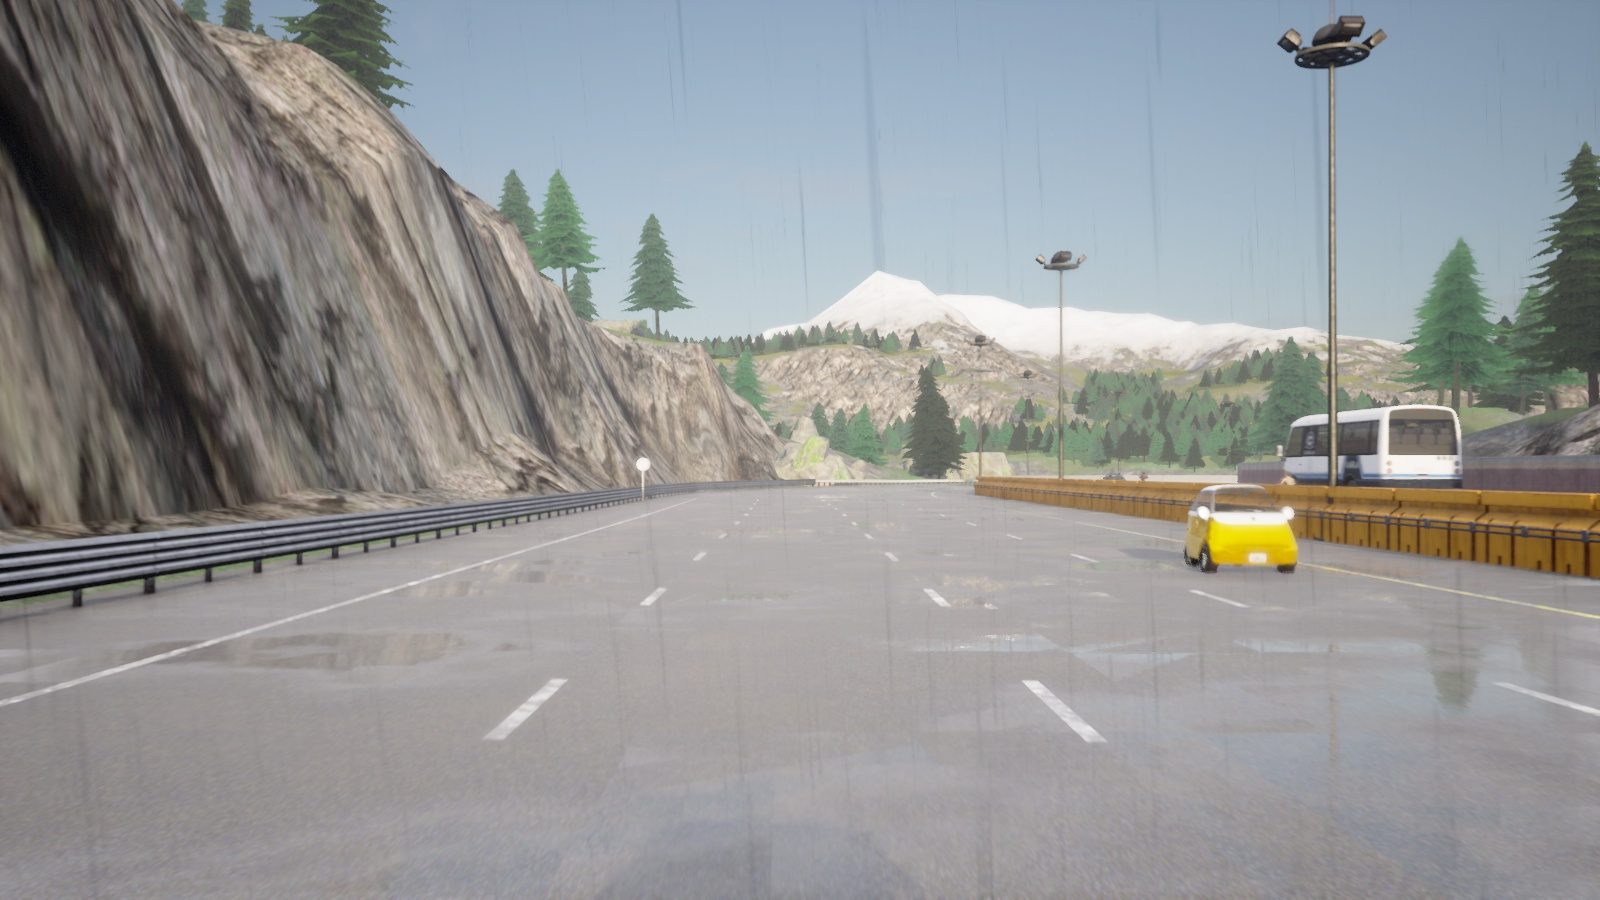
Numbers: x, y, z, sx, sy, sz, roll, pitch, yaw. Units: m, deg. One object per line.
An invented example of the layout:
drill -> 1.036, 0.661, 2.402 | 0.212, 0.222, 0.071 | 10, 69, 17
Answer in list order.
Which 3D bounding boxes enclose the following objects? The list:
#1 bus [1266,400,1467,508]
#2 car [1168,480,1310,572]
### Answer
bus -> 24.217, 0.255, 54.586 | 3.944, 4.253, 10.273 | 0, -1, -1
car -> 6.945, 1.177, 20.045 | 1.481, 1.376, 2.207 | 0, -1, 0
